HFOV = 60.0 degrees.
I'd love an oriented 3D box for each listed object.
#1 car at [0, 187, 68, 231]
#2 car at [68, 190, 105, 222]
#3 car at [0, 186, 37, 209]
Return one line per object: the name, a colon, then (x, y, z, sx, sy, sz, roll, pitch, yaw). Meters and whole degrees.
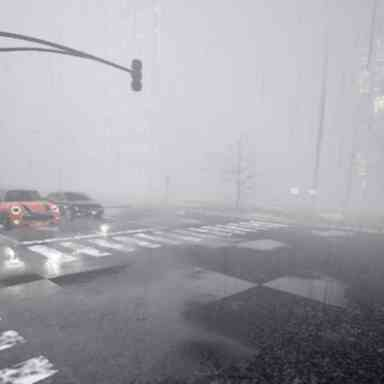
car: (-7.778, 0.627, 15.051, 4.553, 1.767, 2.097, 3, 2, 44)
car: (-6.733, 0.707, 18.561, 4.892, 1.490, 1.837, 3, 2, 43)
car: (-13.970, 0.316, 25.306, 5.357, 1.411, 2.033, 3, 2, 43)
